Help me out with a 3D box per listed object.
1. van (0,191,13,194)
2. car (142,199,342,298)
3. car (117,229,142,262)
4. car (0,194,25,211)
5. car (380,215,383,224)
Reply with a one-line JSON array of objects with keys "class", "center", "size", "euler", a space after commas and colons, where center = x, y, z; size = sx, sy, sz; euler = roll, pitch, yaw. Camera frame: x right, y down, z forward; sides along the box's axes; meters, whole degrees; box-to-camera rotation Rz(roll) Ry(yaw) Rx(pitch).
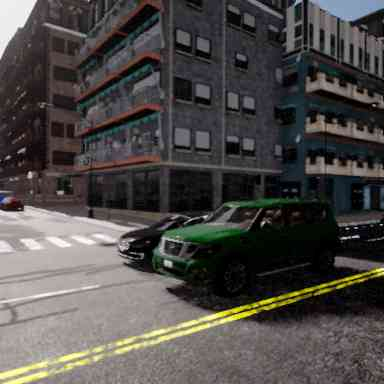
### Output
[{"class": "van", "center": [-21.282, 0.801, 37.553], "size": [1.690, 1.788, 3.998], "euler": [2, 0, -37]}, {"class": "car", "center": [1.726, 1.222, 8.908], "size": [5.566, 2.045, 2.150], "euler": [0, 0, -36]}, {"class": "car", "center": [-0.152, 1.505, 11.562], "size": [4.892, 1.490, 1.837], "euler": [0, 0, -35]}, {"class": "car", "center": [-17.838, 1.127, 33.110], "size": [1.802, 1.307, 4.206], "euler": [2, 0, -37]}, {"class": "car", "center": [14.660, 1.548, 22.126], "size": [5.357, 1.411, 2.033], "euler": [0, 0, -35]}]
